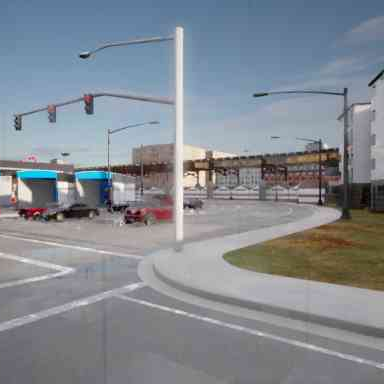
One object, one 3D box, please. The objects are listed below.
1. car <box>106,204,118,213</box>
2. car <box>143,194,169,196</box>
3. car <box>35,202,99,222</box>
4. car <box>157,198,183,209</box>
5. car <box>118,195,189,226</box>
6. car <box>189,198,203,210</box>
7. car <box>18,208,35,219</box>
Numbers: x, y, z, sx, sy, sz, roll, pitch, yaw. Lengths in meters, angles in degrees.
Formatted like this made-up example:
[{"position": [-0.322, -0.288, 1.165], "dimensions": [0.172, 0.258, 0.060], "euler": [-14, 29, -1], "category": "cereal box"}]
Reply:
[{"position": [-7.111, 1.601, 36.221], "dimensions": [1.895, 1.301, 4.718], "euler": [0, 0, 30], "category": "car"}, {"position": [-4.130, 1.221, 34.417], "dimensions": [2.150, 2.045, 5.566], "euler": [0, 0, 30], "category": "car"}, {"position": [-9.592, 1.526, 26.479], "dimensions": [1.812, 1.442, 4.674], "euler": [0, 0, 36], "category": "car"}, {"position": [-2.956, 1.547, 46.029], "dimensions": [2.033, 1.411, 5.357], "euler": [0, 0, 15], "category": "car"}, {"position": [-2.631, 1.352, 23.746], "dimensions": [2.097, 1.767, 4.553], "euler": [0, 0, 36], "category": "car"}, {"position": [0.119, 1.547, 44.101], "dimensions": [2.033, 1.411, 5.357], "euler": [0, 0, 16], "category": "car"}, {"position": [-12.295, 1.601, 28.661], "dimensions": [1.895, 1.301, 4.718], "euler": [0, 0, 37], "category": "car"}]
